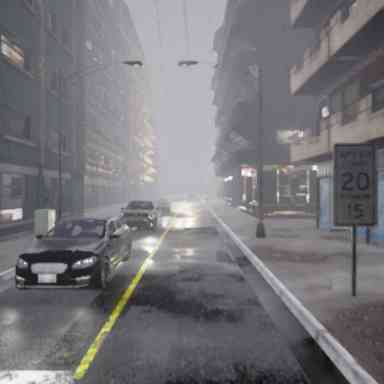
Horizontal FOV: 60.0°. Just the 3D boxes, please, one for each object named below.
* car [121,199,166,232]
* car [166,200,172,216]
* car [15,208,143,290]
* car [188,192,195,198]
[{"bbox_3d":[-2.857,1.204,18.825,2.097,1.767,4.553,0,0,0],"label":"car"},{"bbox_3d":[-2.857,1.336,29.818,1.994,1.385,4.181,0,0,0],"label":"car"},{"bbox_3d":[-2.851,1.419,8.992,2.128,1.511,4.902,0,0,0],"label":"car"},{"bbox_3d":[-0.052,0.881,89.678,1.837,1.490,4.892,0,0,0],"label":"car"}]
